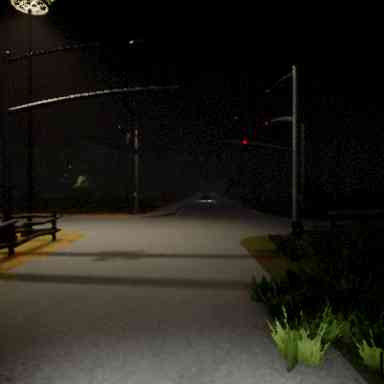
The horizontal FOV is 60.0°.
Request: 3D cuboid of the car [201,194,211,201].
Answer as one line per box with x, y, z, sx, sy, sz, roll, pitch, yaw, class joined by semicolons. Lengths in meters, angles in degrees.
3.002;1.153;71.697;1.994;1.385;4.181;0;0;3;car
